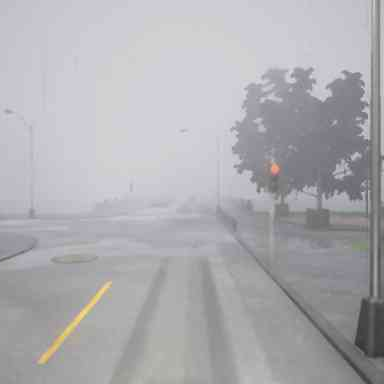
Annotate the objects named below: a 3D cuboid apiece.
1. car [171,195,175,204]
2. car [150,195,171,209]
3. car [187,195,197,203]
[{"bbox_3d":[-4.040,1.301,58.569,2.033,1.411,5.357,0,0,1],"label":"car"},{"bbox_3d":[-4.081,1.387,42.077,1.994,1.385,4.181,0,0,0],"label":"car"},{"bbox_3d":[0.011,1.283,62.820,2.033,1.411,5.357,0,0,0],"label":"car"}]
